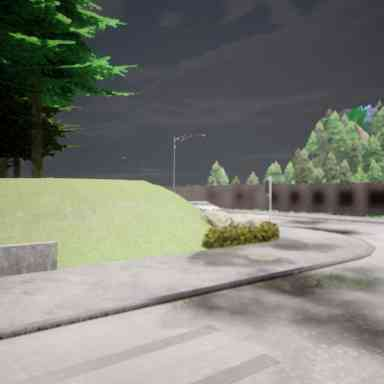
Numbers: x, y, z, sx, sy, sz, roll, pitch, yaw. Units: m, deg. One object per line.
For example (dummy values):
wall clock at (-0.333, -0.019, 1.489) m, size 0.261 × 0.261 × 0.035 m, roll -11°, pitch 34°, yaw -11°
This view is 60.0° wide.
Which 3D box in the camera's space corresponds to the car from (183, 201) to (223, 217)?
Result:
car at (0.902, 1.561, 31.107) m, size 1.812 × 1.442 × 4.674 m, roll 0°, pitch 0°, yaw -36°
